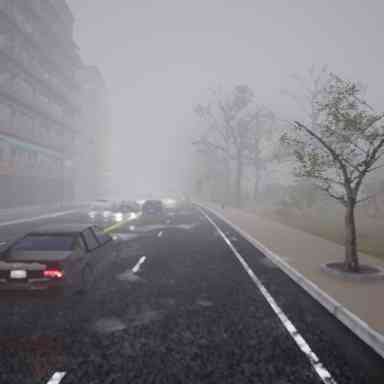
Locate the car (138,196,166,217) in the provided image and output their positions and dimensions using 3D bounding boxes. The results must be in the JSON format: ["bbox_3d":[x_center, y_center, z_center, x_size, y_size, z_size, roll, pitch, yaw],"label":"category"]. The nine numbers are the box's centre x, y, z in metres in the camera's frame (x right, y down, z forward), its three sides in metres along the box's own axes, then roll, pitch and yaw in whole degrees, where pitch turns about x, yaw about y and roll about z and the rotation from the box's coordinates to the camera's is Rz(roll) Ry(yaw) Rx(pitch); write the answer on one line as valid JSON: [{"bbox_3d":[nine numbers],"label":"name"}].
[{"bbox_3d":[-3.479,1.416,30.779,1.882,1.535,5.008,0,0,-2],"label":"car"}]

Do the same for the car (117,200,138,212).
[{"bbox_3d":[-7.137,1.527,37.268,1.895,1.301,4.718,0,0,-2],"label":"car"}]

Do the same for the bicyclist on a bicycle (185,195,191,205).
[{"bbox_3d":[-0.583,1.316,55.534,0.866,1.612,1.509,0,0,-4],"label":"bicyclist on a bicycle"}]

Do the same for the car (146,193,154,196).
[{"bbox_3d":[-9.869,1.023,78.423,1.837,1.490,4.892,0,0,-6],"label":"car"}]

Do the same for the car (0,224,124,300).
[{"bbox_3d":[-3.155,1.530,8.546,2.033,1.411,5.357,0,0,0],"label":"car"}]

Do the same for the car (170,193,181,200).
[{"bbox_3d":[-3.777,1.402,82.772,1.895,1.301,4.718,0,0,-6],"label":"car"}]

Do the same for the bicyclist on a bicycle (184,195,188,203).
[{"bbox_3d":[-1.168,1.312,63.849,0.582,1.620,1.656,0,0,-4],"label":"bicyclist on a bicycle"}]

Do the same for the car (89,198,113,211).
[{"bbox_3d":[-10.455,1.449,38.803,1.812,1.442,4.674,0,0,-2],"label":"car"}]
